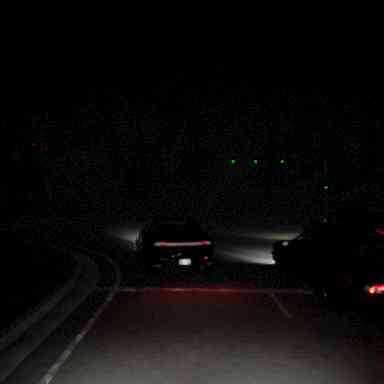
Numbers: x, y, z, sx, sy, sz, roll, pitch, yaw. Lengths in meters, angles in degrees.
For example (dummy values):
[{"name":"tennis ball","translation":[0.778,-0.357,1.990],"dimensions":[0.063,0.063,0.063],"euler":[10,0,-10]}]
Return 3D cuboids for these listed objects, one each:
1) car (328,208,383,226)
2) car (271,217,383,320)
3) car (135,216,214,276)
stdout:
[{"name":"car","translation":[6.018,1.364,12.311],"dimensions":[2.097,1.767,4.553],"euler":[0,0,-12]},{"name":"car","translation":[3.405,1.556,7.655],"dimensions":[2.033,1.411,5.357],"euler":[0,0,-3]},{"name":"car","translation":[-0.687,1.504,10.538],"dimensions":[2.128,1.511,4.902],"euler":[0,0,-12]}]
